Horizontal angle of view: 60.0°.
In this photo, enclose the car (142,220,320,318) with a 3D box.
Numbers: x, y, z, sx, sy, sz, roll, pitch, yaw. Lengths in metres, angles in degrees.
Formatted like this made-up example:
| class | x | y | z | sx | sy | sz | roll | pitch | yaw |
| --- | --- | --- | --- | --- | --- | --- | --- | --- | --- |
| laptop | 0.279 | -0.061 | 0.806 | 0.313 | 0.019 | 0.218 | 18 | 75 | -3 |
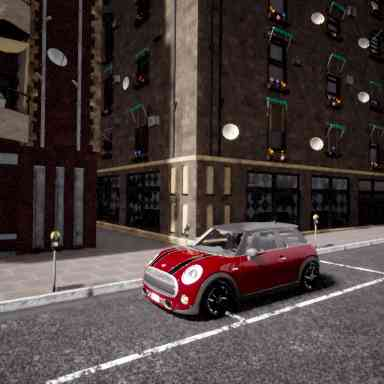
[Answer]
| class | x | y | z | sx | sy | sz | roll | pitch | yaw |
| --- | --- | --- | --- | --- | --- | --- | --- | --- | --- |
| car | 0.944 | 1.442 | 7.358 | 4.097 | 1.590 | 1.967 | 0 | 1 | -35 |
